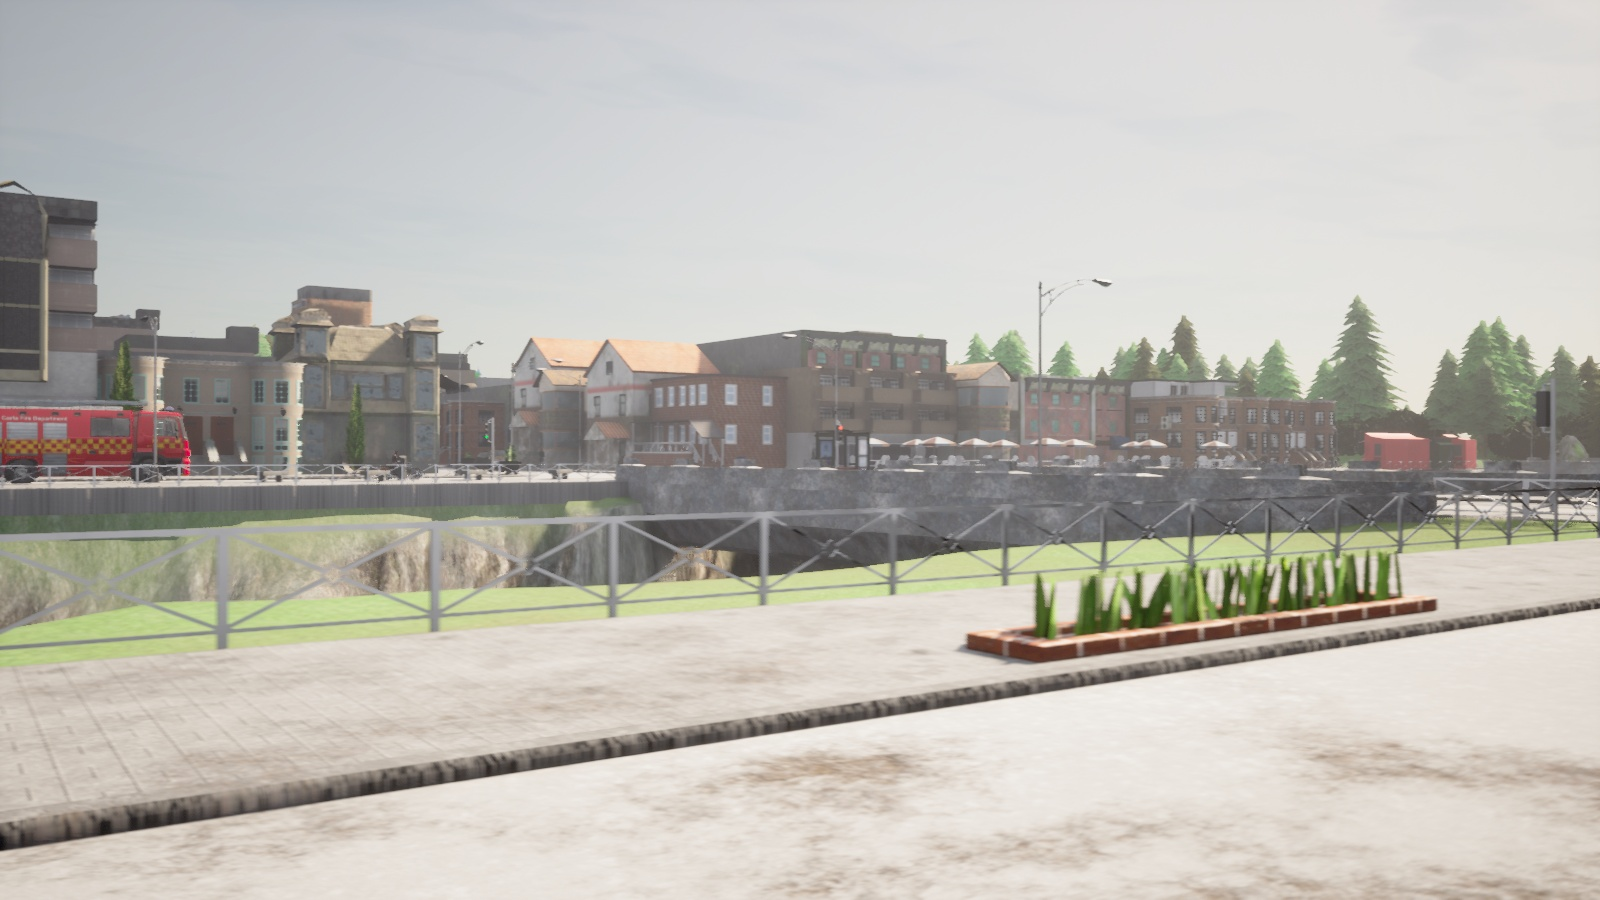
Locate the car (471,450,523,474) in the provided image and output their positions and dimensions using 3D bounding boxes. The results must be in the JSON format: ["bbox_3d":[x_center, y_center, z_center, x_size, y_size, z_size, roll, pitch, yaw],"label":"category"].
[{"bbox_3d":[-22.353,0.862,92.450,2.242,1.667,4.611,0,0,-35],"label":"car"}]

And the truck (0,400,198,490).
[{"bbox_3d":[-32.236,-0.212,57.031,8.468,3.827,2.891,0,0,-35],"label":"truck"}]

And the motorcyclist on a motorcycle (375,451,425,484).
[{"bbox_3d":[-20.697,0.898,65.065,2.350,1.649,0.766,0,0,-35],"label":"motorcyclist on a motorcycle"}]
